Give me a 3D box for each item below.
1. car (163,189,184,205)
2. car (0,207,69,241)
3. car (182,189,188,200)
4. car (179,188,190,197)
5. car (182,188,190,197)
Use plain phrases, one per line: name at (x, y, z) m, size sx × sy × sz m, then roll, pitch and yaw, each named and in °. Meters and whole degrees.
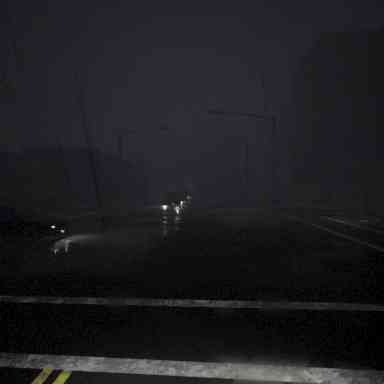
car at (-2.399, 0.792, 41.640) m, size 1.837 × 1.490 × 4.892 m, roll 0°, pitch 1°, yaw 2°
car at (-8.668, 1.426, 15.528) m, size 5.357 × 1.411 × 2.033 m, roll 0°, pitch 1°, yaw 2°
car at (-2.116, 0.654, 50.523) m, size 1.994 × 1.385 × 4.181 m, roll 0°, pitch 1°, yaw 2°
car at (-1.496, 0.018, 69.567) m, size 2.097 × 1.767 × 4.553 m, roll 0°, pitch 1°, yaw 2°
car at (-1.817, 0.440, 59.379) m, size 2.033 × 1.411 × 5.357 m, roll 0°, pitch 1°, yaw 2°
